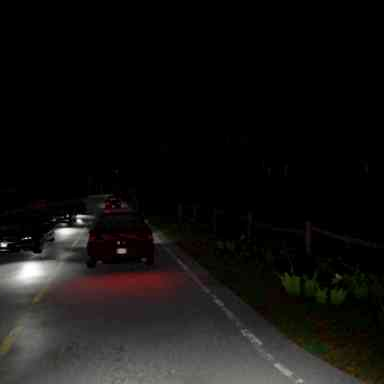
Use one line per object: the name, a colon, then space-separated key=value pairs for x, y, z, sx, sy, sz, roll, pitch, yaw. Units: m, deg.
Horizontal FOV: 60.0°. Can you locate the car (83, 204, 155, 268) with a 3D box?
car: x=-2.428 y=1.390 z=11.154 sx=1.882 sy=1.535 sz=5.008 roll=-1 pitch=0 yaw=-14

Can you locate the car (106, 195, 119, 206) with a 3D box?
car: x=-12.171 y=1.266 z=51.013 sx=1.837 sy=1.490 sz=4.892 roll=-1 pitch=0 yaw=-14

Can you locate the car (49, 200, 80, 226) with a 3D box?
car: x=-8.843 y=1.417 z=22.246 sx=1.837 sy=1.490 sz=4.892 roll=-1 pitch=0 yaw=-14

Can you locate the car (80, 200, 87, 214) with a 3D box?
car: x=-11.188 y=1.439 z=31.885 sx=1.994 sy=1.385 sz=4.181 roll=-1 pitch=0 yaw=-14

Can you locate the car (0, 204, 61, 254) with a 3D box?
car: x=-6.599 y=1.452 z=13.052 sx=1.837 sy=1.490 sz=4.892 roll=-1 pitch=0 yaw=-14

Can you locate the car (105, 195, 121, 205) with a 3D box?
car: x=-9.802 y=1.399 z=41.326 sx=1.895 sy=1.301 sz=4.718 roll=-1 pitch=0 yaw=-14
